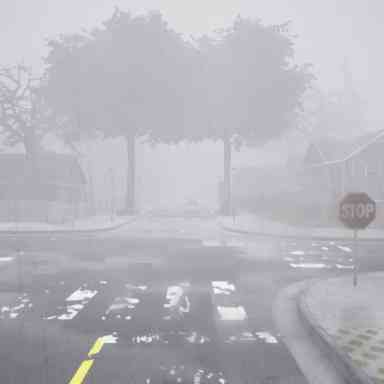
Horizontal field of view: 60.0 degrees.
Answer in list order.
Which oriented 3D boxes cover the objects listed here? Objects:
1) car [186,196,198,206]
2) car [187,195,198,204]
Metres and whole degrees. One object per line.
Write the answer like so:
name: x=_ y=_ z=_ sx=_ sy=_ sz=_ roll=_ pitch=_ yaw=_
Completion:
car: x=0.033 y=1.678 z=56.803 sx=1.994 sy=1.385 sz=4.181 roll=0 pitch=0 yaw=0
car: x=0.039 y=1.503 z=66.823 sx=2.097 sy=1.767 sz=4.553 roll=0 pitch=0 yaw=0
